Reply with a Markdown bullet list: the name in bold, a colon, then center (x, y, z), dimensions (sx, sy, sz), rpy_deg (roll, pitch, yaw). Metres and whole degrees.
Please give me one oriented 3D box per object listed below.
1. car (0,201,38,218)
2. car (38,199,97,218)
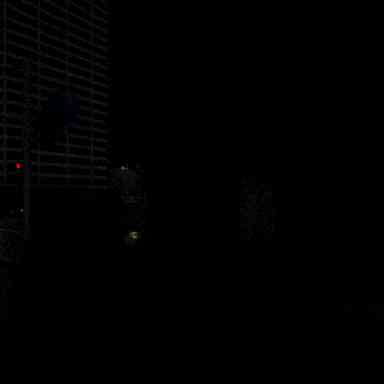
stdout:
- **car**: center (-15.521, 1.545, 30.663), dimensions (2.033, 1.411, 5.357), rpy_deg (0, 0, 35)
- **car**: center (-11.149, 1.475, 30.782), dimensions (1.882, 1.535, 5.008), rpy_deg (0, 0, 35)
